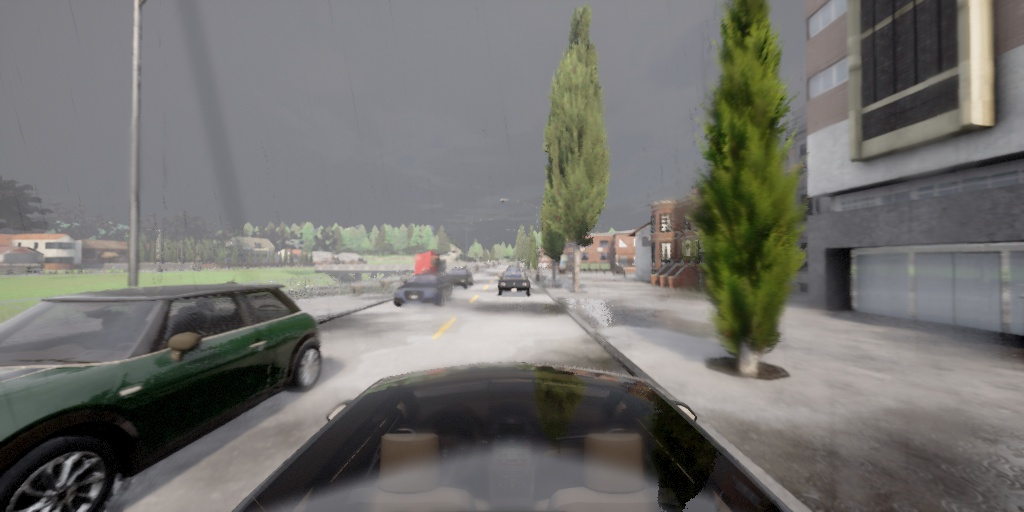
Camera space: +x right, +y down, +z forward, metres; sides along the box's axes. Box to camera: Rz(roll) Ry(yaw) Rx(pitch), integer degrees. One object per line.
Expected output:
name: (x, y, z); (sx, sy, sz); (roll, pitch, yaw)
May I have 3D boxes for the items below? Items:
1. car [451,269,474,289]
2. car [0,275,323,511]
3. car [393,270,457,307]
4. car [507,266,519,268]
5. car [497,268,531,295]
car: (-3.997, 1.661, 27.211); (2.033, 1.411, 5.357); (0, -1, 0)
car: (-4.098, 1.134, 3.857); (2.097, 1.767, 4.553); (0, -1, 0)
car: (-4.002, 1.528, 16.708); (1.994, 1.385, 4.181); (0, -1, 0)
car: (0.128, 1.849, 40.310); (2.033, 1.411, 5.357); (0, -1, 0)
car: (0.116, 1.643, 22.164); (1.895, 1.301, 4.718); (0, -1, 0)
